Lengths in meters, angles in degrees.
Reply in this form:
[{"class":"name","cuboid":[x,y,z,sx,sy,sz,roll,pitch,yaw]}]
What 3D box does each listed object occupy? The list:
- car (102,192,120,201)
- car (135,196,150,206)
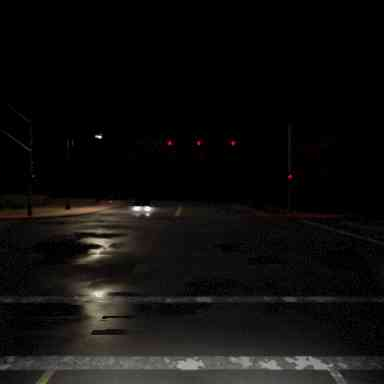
[{"class":"car","cuboid":[-16.770,0.841,68.662,2.097,1.767,4.553,0,1,-41]},{"class":"car","cuboid":[-6.811,1.276,46.108,1.895,1.301,4.718,0,0,-5]}]
